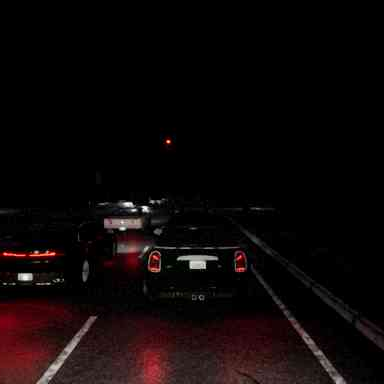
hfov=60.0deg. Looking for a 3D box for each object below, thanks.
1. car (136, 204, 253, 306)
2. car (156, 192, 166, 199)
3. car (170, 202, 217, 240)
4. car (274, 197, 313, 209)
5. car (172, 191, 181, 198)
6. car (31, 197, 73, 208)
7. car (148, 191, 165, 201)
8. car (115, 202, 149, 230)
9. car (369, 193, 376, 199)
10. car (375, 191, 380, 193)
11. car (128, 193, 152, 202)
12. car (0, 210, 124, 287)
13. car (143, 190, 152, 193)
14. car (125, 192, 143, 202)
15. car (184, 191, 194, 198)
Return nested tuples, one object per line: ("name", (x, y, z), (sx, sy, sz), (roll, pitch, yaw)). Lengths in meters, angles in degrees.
("car", (0.101, 1.323, 8.152), (2.097, 1.767, 4.553), (0, 0, 0))
("car", (-7.207, 0.853, 77.807), (2.033, 1.411, 5.357), (0, 1, -1))
("car", (0.089, 1.388, 17.348), (2.128, 1.511, 4.902), (0, 0, 1))
("car", (12.191, 1.306, 39.206), (4.718, 1.301, 1.895), (0, 1, -3))
("car", (-4.014, 0.692, 85.661), (1.837, 1.490, 4.892), (0, 1, -4))
("car", (-17.141, 1.291, 40.898), (4.718, 1.301, 1.895), (0, 1, -15))
("car", (-7.058, 0.997, 66.981), (2.033, 1.411, 5.357), (0, 1, 0))
("car", (-3.405, 1.487, 18.530), (1.895, 1.301, 4.718), (0, 1, 0))
("car", (20.529, 1.211, 35.965), (5.008, 1.535, 1.882), (0, 1, -3))
("car", (22.862, 0.921, 39.812), (5.566, 2.045, 2.150), (0, 1, -4))
("car", (-7.111, 1.244, 46.273), (1.895, 1.301, 4.718), (0, 0, 0))
("car", (-3.400, 1.468, 9.210), (1.837, 1.490, 4.892), (0, 0, 0))
("car", (-10.587, 0.744, 72.014), (2.097, 1.767, 4.553), (0, 1, -1))
("car", (-10.598, 1.022, 59.006), (2.128, 1.511, 4.902), (0, 1, 0))
("car", (-0.539, 0.707, 86.157), (1.812, 1.442, 4.674), (0, 1, -4))
